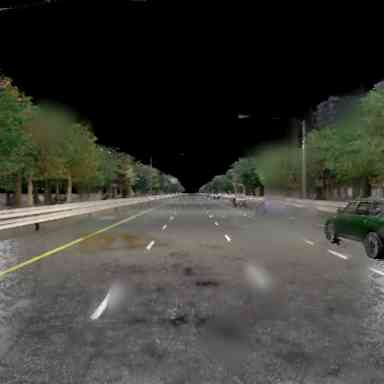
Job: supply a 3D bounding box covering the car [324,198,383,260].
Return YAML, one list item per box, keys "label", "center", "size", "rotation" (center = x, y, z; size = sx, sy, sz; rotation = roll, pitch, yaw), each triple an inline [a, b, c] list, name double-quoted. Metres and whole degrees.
- label: "car"
  center: [6.996, 1.225, 12.519]
  size: [2.150, 2.045, 5.566]
  rotation: [0, 0, 0]

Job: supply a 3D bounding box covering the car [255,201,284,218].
- label: "car"
  center: [6.988, 1.542, 30.115]
  size: [1.812, 1.442, 4.674]
  rotation: [0, 0, 0]

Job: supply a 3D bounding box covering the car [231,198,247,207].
- label: "car"
  center: [6.986, 1.553, 49.951]
  size: [1.812, 1.442, 4.674]
  rotation: [0, 0, 0]
